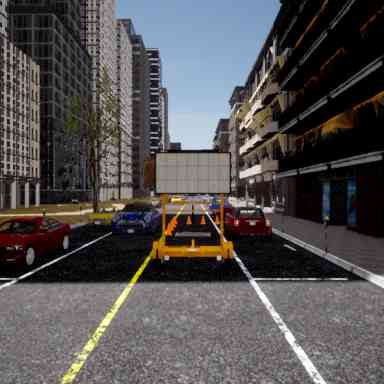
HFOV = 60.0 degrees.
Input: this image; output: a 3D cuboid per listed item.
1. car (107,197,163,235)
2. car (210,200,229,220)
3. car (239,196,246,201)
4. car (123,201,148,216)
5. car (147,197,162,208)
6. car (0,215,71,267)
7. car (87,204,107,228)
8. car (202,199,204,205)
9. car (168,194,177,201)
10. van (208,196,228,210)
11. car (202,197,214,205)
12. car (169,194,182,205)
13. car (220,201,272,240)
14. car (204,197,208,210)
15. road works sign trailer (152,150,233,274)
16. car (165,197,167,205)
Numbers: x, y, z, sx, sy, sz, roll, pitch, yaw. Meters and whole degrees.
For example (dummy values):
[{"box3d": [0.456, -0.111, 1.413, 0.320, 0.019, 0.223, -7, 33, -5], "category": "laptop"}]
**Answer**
[{"box3d": [-3.048, 1.357, 18.776, 2.097, 1.767, 4.553, 0, 0, 0], "category": "car"}, {"box3d": [2.769, 1.593, 27.982, 1.802, 1.307, 4.206, 0, 0, 0], "category": "car"}, {"box3d": [13.661, 1.414, 80.552, 4.403, 1.369, 2.008, -1, 1, 0], "category": "car"}, {"box3d": [-5.595, 1.597, 33.540, 1.802, 1.307, 4.206, 0, 0, 0], "category": "car"}, {"box3d": [-5.546, 1.555, 49.967, 1.752, 1.417, 4.829, 0, 0, 0], "category": "car"}, {"box3d": [-5.660, 1.547, 11.409, 1.887, 1.381, 4.507, 0, 0, 0], "category": "car"}, {"box3d": [-5.627, 1.532, 22.304, 1.752, 1.417, 4.829, 0, 0, 0], "category": "car"}, {"box3d": [2.835, 1.581, 50.112, 2.008, 1.369, 4.403, 0, 0, 0], "category": "car"}, {"box3d": [-5.419, 1.415, 93.591, 2.192, 1.841, 5.009, 0, 0, 0], "category": "car"}, {"box3d": [2.786, 1.357, 33.514, 1.690, 1.788, 3.998, 0, 0, 0], "category": "van"}, {"box3d": [2.867, 1.594, 61.178, 2.008, 1.369, 4.403, 0, 0, 0], "category": "car"}, {"box3d": [-2.821, 1.520, 61.143, 1.882, 1.535, 5.008, 0, 0, 0], "category": "car"}, {"box3d": [2.737, 1.444, 16.916, 1.967, 1.590, 4.097, 0, 0, 0], "category": "car"}, {"box3d": [2.802, 1.460, 39.047, 1.967, 1.590, 4.097, 0, 0, 0], "category": "car"}, {"box3d": [0.028, 0.466, 10.594, 2.380, 3.560, 2.880, 0, 0, 0], "category": "road works sign trailer"}, {"box3d": [-5.513, 1.588, 61.203, 1.887, 1.381, 4.507, 0, 0, 0], "category": "car"}]
